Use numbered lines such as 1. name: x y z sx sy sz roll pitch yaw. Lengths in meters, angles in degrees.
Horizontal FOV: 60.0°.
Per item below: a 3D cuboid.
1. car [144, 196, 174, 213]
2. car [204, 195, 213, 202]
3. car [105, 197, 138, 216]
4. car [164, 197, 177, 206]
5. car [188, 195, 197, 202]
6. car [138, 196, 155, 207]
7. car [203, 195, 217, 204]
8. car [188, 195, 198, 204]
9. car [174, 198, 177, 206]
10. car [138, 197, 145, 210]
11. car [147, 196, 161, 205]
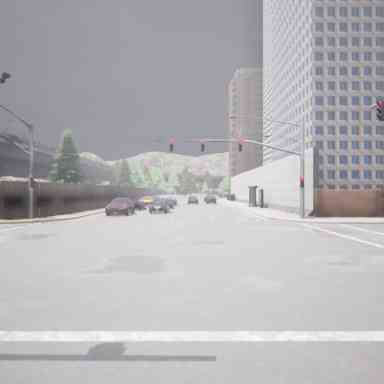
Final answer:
1. car: -3.530 1.492 36.438 2.128 1.511 4.902 0 0 0
2. car: 3.621 1.500 74.494 1.837 1.490 4.892 0 0 0
3. car: -7.041 1.352 32.855 2.097 1.767 4.553 0 0 0
4. car: -3.488 1.601 55.340 1.895 1.301 4.718 0 0 0
5. car: 0.123 1.478 74.623 1.882 1.535 5.008 0 0 0
6. car: -7.005 1.478 51.356 1.882 1.535 5.008 0 0 0
7. car: 3.703 1.505 64.098 1.837 1.490 4.892 0 0 0
8. car: 0.208 1.564 63.680 1.994 1.385 4.181 0 0 0
9. car: -3.525 1.564 45.358 1.994 1.385 4.181 0 0 -1
10. car: -7.026 1.601 41.840 1.895 1.301 4.718 0 0 0
11. car: -6.965 1.478 61.429 1.882 1.535 5.008 0 0 1
